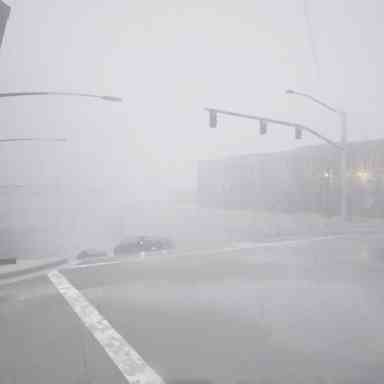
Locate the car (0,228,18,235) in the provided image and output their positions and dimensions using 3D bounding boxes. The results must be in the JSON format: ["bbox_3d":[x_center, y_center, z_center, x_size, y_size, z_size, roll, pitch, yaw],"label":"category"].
[{"bbox_3d":[-43.870,9.295,78.696,4.536,1.218,1.853,0,0,11],"label":"car"}]

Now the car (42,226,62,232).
[{"bbox_3d":[-35.842,9.453,84.728,4.974,1.542,2.038,0,0,-4],"label":"car"}]

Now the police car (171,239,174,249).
[{"bbox_3d":[-3.491,4.649,28.663,1.930,1.638,5.238,0,-13,-33],"label":"police car"}]

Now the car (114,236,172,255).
[{"bbox_3d":[-3.556,3.611,22.119,1.895,1.301,4.718,-1,-12,-33],"label":"car"}]

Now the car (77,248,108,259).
[{"bbox_3d":[-9.398,5.997,31.187,1.882,1.535,5.008,0,-13,-33],"label":"car"}]

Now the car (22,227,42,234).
[{"bbox_3d":[-39.941,9.453,81.175,2.038,1.542,4.974,0,0,21],"label":"car"}]

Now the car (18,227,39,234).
[{"bbox_3d":[-39.923,9.295,81.224,1.853,1.218,4.536,0,0,21],"label":"car"}]

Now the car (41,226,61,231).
[{"bbox_3d":[-35.894,9.295,84.724,4.536,1.218,1.853,0,0,-4],"label":"car"}]

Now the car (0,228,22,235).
[{"bbox_3d":[-43.819,9.453,78.687,4.974,1.542,2.038,0,0,11],"label":"car"}]
